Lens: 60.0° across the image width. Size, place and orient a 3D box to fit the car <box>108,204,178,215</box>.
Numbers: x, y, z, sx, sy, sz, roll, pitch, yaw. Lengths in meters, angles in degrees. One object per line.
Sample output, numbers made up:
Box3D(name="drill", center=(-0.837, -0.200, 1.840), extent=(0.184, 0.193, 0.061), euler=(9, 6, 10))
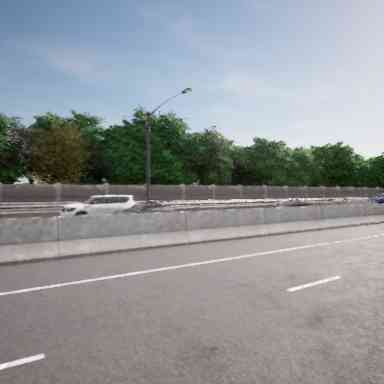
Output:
Box3D(name="car", center=(-2.183, 1.610, 19.629), extent=(4.718, 1.301, 1.895), euler=(0, 0, -35))

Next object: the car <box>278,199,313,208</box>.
Box3D(name="car", center=(11.945, 1.504, 38.269), extent=(4.902, 1.511, 2.128), euler=(0, 0, -35))

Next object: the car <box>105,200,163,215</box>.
Box3D(name="car", center=(-3.204, 1.516, 23.197), extent=(4.892, 1.490, 1.837), euler=(0, 0, -35))

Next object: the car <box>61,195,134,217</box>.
Box3D(name="car", center=(-6.826, 1.234, 24.914), extent=(5.566, 2.045, 2.150), euler=(0, 0, -36))

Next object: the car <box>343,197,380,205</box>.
Box3D(name="car", center=(16.084, 1.535, 32.630), extent=(4.674, 1.442, 1.812), euler=(0, 0, -35))

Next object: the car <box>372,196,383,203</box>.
Box3D(name="car", center=(20.547, 1.555, 40.051), extent=(5.357, 1.411, 2.033), euler=(0, 0, -35))

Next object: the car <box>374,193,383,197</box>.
Box3D(name="car", center=(28.687, 1.228, 50.124), extent=(5.566, 2.045, 2.150), euler=(0, 0, -35))
